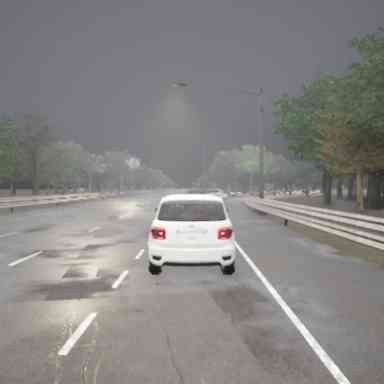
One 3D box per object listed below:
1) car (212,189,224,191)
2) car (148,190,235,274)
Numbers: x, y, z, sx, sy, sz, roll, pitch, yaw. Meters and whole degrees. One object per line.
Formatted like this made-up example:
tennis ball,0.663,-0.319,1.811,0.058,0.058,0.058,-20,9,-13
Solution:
car,3.858,0.556,50.292,2.150,2.045,5.566,0,1,17
car,-0.003,1.082,10.196,2.150,2.045,5.566,0,1,0
